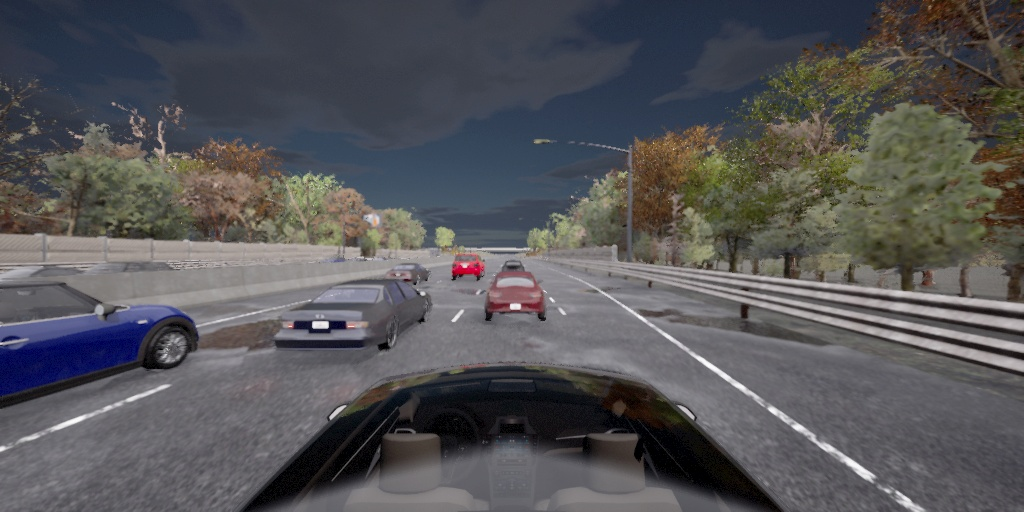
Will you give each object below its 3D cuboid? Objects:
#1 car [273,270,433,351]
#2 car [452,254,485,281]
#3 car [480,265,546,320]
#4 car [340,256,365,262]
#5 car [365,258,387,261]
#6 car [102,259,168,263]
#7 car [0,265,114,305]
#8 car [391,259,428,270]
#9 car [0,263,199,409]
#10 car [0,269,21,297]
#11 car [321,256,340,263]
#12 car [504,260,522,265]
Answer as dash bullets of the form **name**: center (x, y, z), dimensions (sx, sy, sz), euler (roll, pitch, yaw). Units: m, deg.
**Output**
- **car**: center (-3.400, 1.255, 8.873), dimensions (2.033, 1.411, 5.357), euler (0, 0, 0)
- **car**: center (-3.404, 0.822, 28.571), dimensions (2.150, 2.045, 5.566), euler (0, 0, 0)
- **car**: center (0.098, 1.215, 12.193), dimensions (1.812, 1.442, 4.674), euler (0, 0, 0)
- **car**: center (-24.546, 0.960, 56.565), dimensions (2.128, 1.511, 4.902), euler (0, 0, 1)
- **car**: center (-21.046, 0.992, 56.991), dimensions (1.812, 1.442, 4.674), euler (0, 0, 1)
- **car**: center (-17.601, 1.018, 16.088), dimensions (2.097, 1.767, 4.553), euler (0, 0, 0)
- **car**: center (-21.089, 1.193, 15.862), dimensions (1.812, 1.442, 4.674), euler (0, 0, 0)
- **car**: center (-6.903, 1.171, 24.226), dimensions (2.033, 1.411, 5.357), euler (0, 0, 0)
- **car**: center (-6.906, 1.083, 4.795), dimensions (2.097, 1.767, 4.553), euler (0, 0, 0)
- **car**: center (-24.602, 1.273, 14.926), dimensions (1.895, 1.301, 4.718), euler (0, 0, 0)
- **car**: center (-28.042, 0.821, 56.501), dimensions (2.097, 1.767, 4.553), euler (0, 0, 1)
- **car**: center (0.097, 1.101, 29.547), dimensions (1.837, 1.490, 4.892), euler (0, 0, 0)
